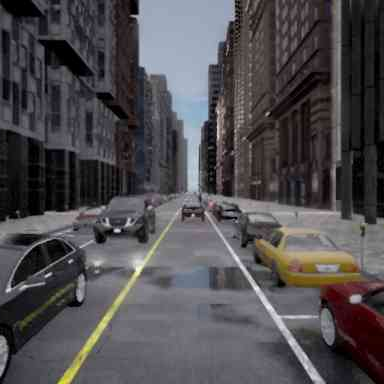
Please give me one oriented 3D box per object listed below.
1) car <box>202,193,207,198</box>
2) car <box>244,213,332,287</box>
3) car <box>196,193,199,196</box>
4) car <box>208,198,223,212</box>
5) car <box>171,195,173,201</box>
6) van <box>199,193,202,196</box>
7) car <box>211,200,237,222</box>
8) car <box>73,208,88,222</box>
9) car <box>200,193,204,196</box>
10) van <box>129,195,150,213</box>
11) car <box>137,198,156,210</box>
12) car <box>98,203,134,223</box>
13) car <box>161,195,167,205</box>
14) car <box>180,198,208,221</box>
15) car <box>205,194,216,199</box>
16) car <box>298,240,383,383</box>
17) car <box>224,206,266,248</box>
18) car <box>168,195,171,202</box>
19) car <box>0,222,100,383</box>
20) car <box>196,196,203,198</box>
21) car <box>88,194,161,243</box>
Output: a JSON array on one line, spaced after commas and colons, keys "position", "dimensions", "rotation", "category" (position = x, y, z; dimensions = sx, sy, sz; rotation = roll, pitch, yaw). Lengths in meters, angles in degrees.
[{"position": [2.740, 1.371, 48.122], "dimensions": [1.967, 1.590, 4.097], "rotation": [0, 0, 0], "category": "car"}, {"position": [2.756, 1.511, 9.081], "dimensions": [1.752, 1.417, 4.829], "rotation": [0, 0, 0], "category": "car"}, {"position": [2.728, 1.216, 76.130], "dimensions": [2.192, 1.841, 5.009], "rotation": [0, 0, 0], "category": "car"}, {"position": [2.747, 1.535, 31.318], "dimensions": [1.802, 1.307, 4.206], "rotation": [0, 0, 0], "category": "car"}, {"position": [-5.794, 1.458, 70.513], "dimensions": [2.008, 1.369, 4.403], "rotation": [0, 0, 0], "category": "car"}, {"position": [2.733, 1.253, 64.928], "dimensions": [1.690, 1.788, 3.998], "rotation": [0, 0, 0], "category": "van"}, {"position": [2.750, 1.527, 25.716], "dimensions": [1.947, 1.339, 4.313], "rotation": [0, 0, 0], "category": "car"}, {"position": [-5.773, 1.552, 20.094], "dimensions": [1.802, 1.307, 4.206], "rotation": [0, 0, 0], "category": "car"}, {"position": [2.735, 1.443, 59.496], "dimensions": [1.752, 1.417, 4.829], "rotation": [0, 0, 0], "category": "car"}, {"position": [-5.781, 1.288, 36.900], "dimensions": [1.690, 1.788, 3.998], "rotation": [0, 0, 0], "category": "van"}, {"position": [-5.782, 1.465, 42.332], "dimensions": [1.752, 1.417, 4.829], "rotation": [0, 0, 0], "category": "car"}, {"position": [-5.775, 1.544, 25.695], "dimensions": [1.802, 1.307, 4.206], "rotation": [0, 0, 0], "category": "car"}, {"position": [-5.788, 1.240, 53.706], "dimensions": [2.192, 1.841, 5.009], "rotation": [0, 0, 0], "category": "car"}, {"position": [0.088, 1.465, 26.998], "dimensions": [1.837, 1.490, 4.892], "rotation": [0, 0, 0], "category": "car"}, {"position": [2.745, 1.386, 36.919], "dimensions": [1.967, 1.590, 4.097], "rotation": [0, 0, 0], "category": "car"}, {"position": [2.759, 1.539, 3.309], "dimensions": [1.887, 1.381, 4.507], "rotation": [0, 0, 0], "category": "car"}, {"position": [2.754, 1.528, 14.512], "dimensions": [2.008, 1.369, 4.403], "rotation": [0, 0, 0], "category": "car"}, {"position": [-5.792, 1.353, 64.910], "dimensions": [1.967, 1.590, 4.097], "rotation": [0, 0, 0], "category": "car"}, {"position": [-3.093, 1.497, 5.207], "dimensions": [1.837, 1.490, 4.892], "rotation": [0, 0, 0], "category": "car"}, {"position": [0.081, 1.540, 42.246], "dimensions": [1.895, 1.301, 4.718], "rotation": [0, 0, 0], "category": "car"}, {"position": [-3.007, 1.197, 16.148], "dimensions": [2.150, 2.045, 5.566], "rotation": [0, 0, 0], "category": "car"}]
